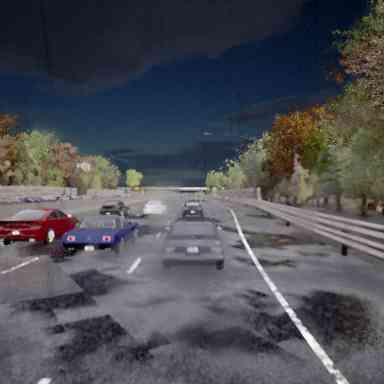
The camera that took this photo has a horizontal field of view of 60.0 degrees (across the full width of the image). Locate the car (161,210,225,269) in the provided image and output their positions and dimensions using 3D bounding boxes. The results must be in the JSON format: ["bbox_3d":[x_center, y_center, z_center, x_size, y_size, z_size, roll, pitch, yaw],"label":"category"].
[{"bbox_3d":[0.047,1.553,11.175,2.033,1.411,5.357,0,0,1],"label":"car"}]

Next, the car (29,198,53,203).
[{"bbox_3d":[-24.547,1.664,55.379,1.895,1.301,4.718,0,0,1],"label":"car"}]

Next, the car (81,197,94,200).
[{"bbox_3d":[-17.555,1.590,55.967,1.812,1.442,4.674,0,0,0],"label":"car"}]

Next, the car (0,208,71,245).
[{"bbox_3d":[-6.925,1.487,15.591,1.882,1.535,5.008,0,-1,0],"label":"car"}]

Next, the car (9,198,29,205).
[{"bbox_3d":[-28.050,1.624,54.372,1.994,1.385,4.181,0,0,0],"label":"car"}]

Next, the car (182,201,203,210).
[{"bbox_3d":[0.077,1.549,30.948,1.812,1.442,4.674,0,0,0],"label":"car"}]

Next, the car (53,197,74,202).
[{"bbox_3d":[-21.050,1.590,55.703,1.812,1.442,4.674,0,0,0],"label":"car"}]

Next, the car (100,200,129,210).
[{"bbox_3d":[-6.928,1.529,29.942,1.837,1.490,4.892,0,0,0],"label":"car"}]

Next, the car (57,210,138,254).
[{"bbox_3d":[-3.437,1.608,13.435,1.895,1.301,4.718,0,0,0],"label":"car"}]

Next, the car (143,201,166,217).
[{"bbox_3d":[-3.424,1.549,30.869,1.812,1.442,4.674,0,0,0],"label":"car"}]
